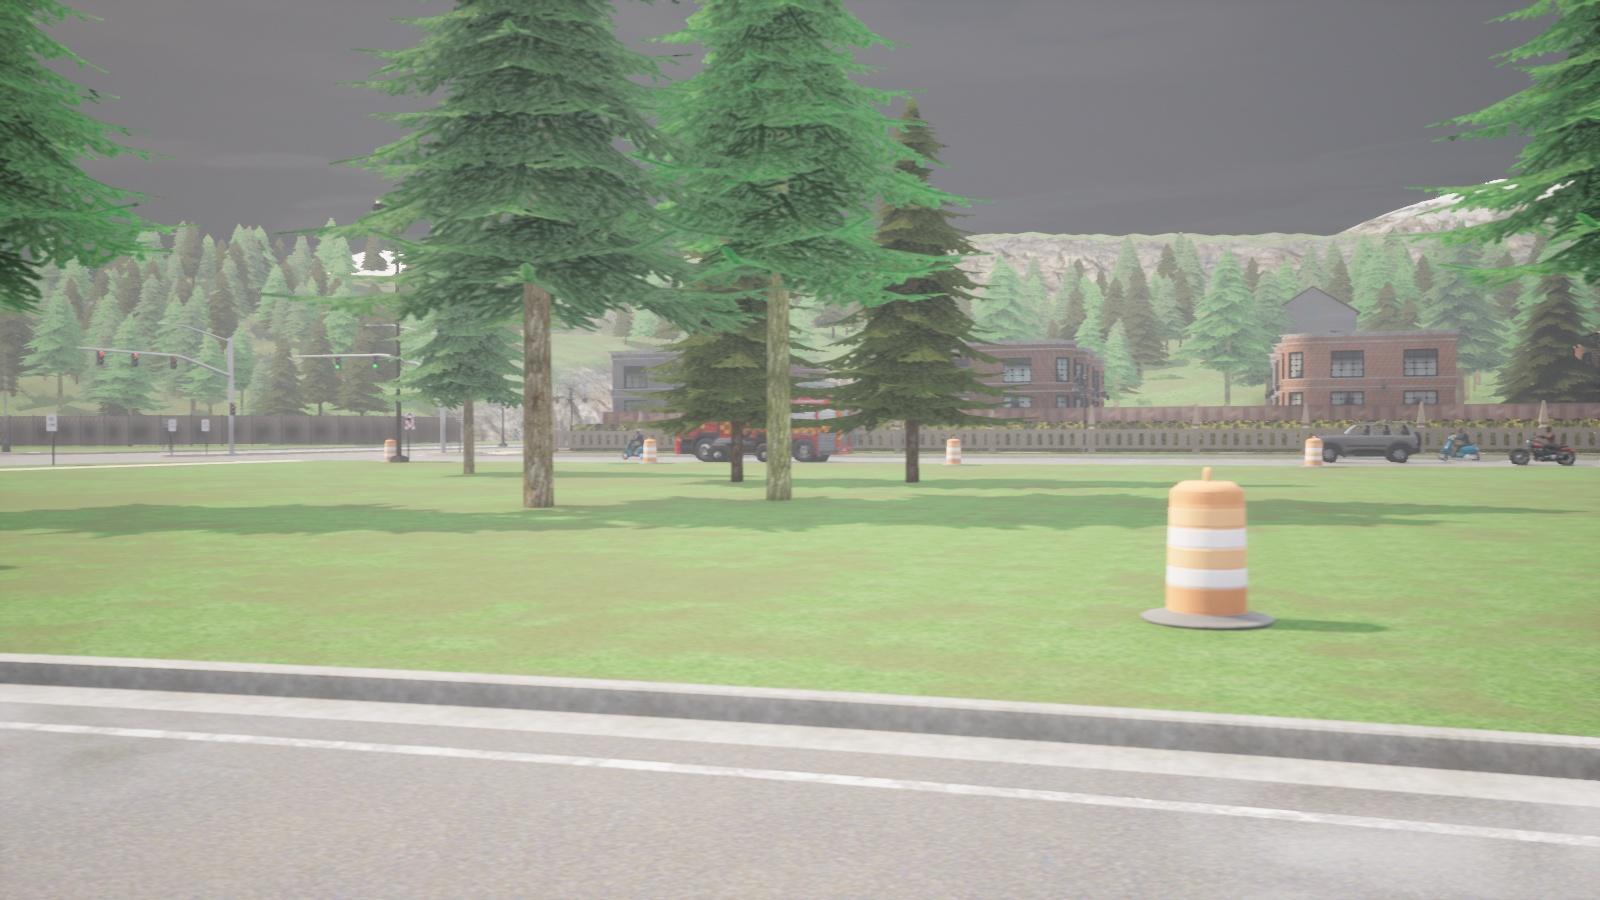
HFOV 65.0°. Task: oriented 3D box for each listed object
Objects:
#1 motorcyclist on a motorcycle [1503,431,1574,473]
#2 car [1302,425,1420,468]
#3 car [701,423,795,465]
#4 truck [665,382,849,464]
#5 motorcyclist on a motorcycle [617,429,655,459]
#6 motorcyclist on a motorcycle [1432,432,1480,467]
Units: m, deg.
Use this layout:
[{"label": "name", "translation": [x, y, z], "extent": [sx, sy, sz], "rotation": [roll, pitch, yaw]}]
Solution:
[{"label": "motorcyclist on a motorcycle", "translation": [29.799, 0.077, 50.704], "extent": [2.350, 1.649, 0.766], "rotation": [0, 1, 18]}, {"label": "car", "translation": [24.932, -0.160, 56.011], "extent": [4.605, 1.855, 1.932], "rotation": [1, 1, 18]}, {"label": "car", "translation": [-2.374, -0.311, 57.737], "extent": [3.866, 1.878, 1.905], "rotation": [1, 1, 18]}, {"label": "truck", "translation": [-2.095, -1.328, 61.319], "extent": [8.468, 3.827, 2.891], "rotation": [1, 1, 18]}, {"label": "motorcyclist on a motorcycle", "translation": [-8.767, -0.330, 67.249], "extent": [1.817, 1.590, 0.866], "rotation": [1, 1, 18]}, {"label": "motorcyclist on a motorcycle", "translation": [30.255, -0.034, 57.927], "extent": [1.817, 1.590, 0.866], "rotation": [1, 1, 18]}]
